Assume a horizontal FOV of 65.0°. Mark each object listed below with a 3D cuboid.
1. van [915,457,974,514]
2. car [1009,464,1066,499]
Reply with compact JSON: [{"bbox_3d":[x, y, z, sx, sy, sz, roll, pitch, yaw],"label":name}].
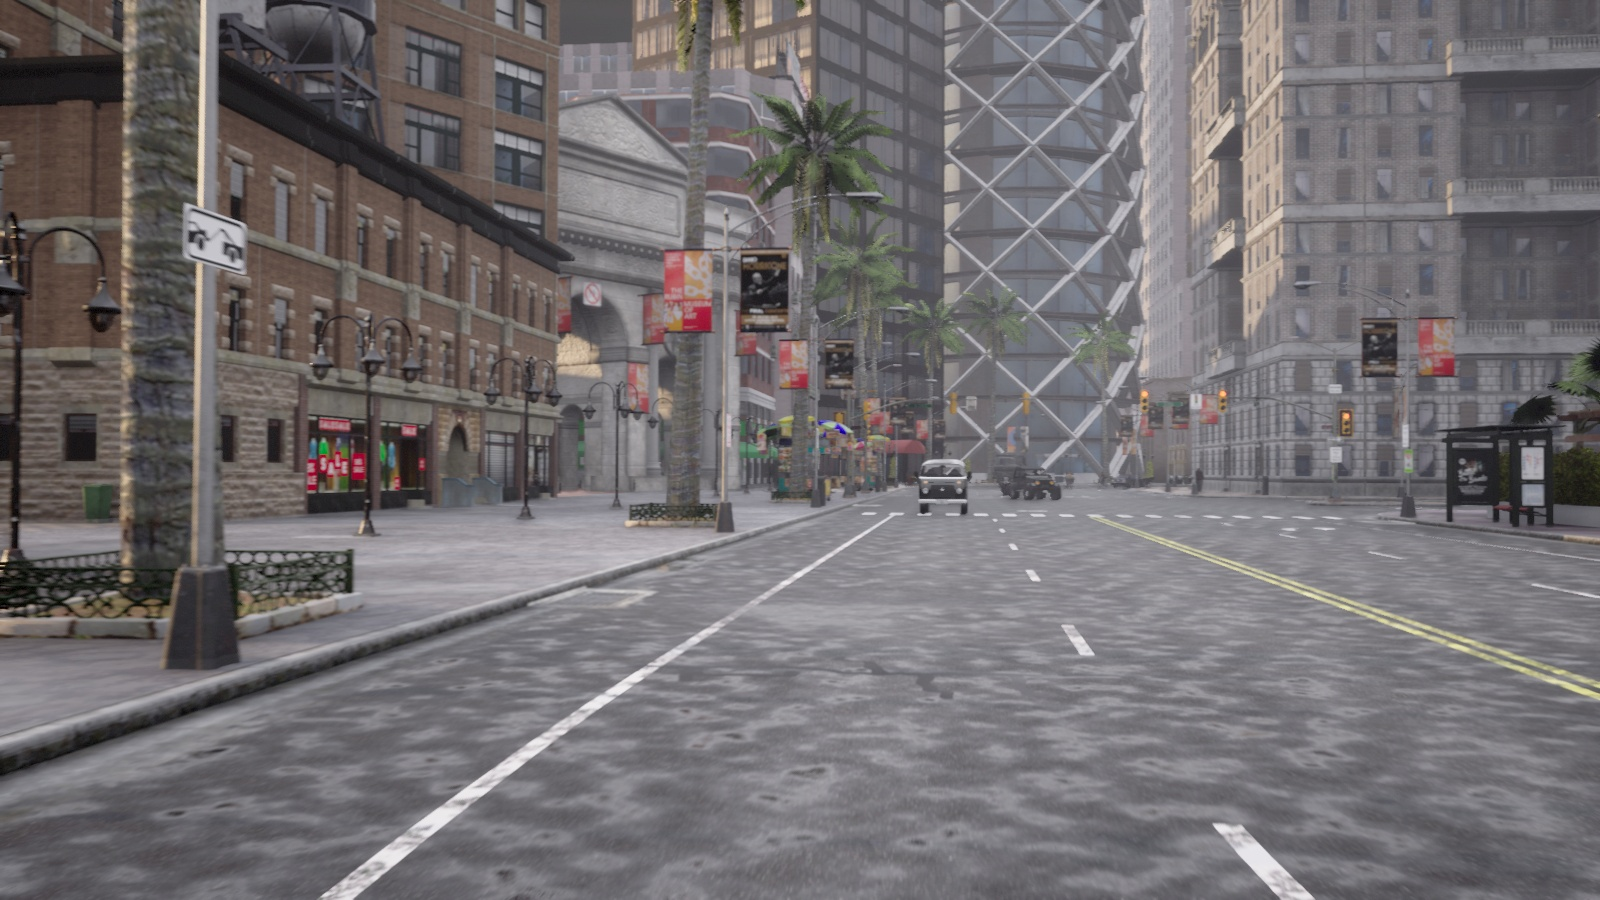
[{"bbox_3d":[5.456,1.308,47.010,2.069,2.038,4.480,0,-1,8],"label":"van"},{"bbox_3d":[13.314,1.752,70.669,1.905,1.878,3.866,0,-1,-10],"label":"car"}]
